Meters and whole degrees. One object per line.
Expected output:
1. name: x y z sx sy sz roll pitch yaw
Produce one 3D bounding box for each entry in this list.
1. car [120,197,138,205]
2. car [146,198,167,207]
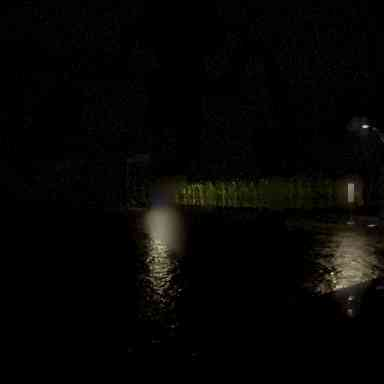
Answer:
1. car: -11.809 1.685 62.120 1.837 1.490 4.892 -1 0 -36
2. car: -5.730 1.665 53.926 1.812 1.442 4.674 -1 0 -36
